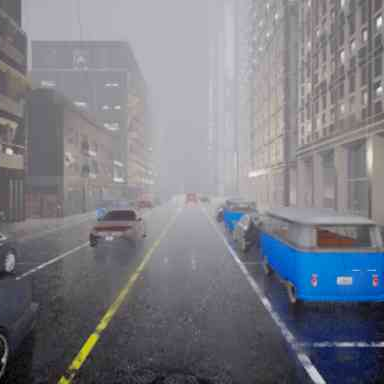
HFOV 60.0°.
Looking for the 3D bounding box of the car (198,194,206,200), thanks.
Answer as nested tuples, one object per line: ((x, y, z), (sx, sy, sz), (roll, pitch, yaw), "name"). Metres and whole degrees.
((2.600, 1.281, 86.785), (1.967, 1.590, 4.097), (0, 0, 0), "car")

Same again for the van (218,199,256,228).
((2.673, 1.295, 19.002), (1.690, 1.788, 3.998), (0, 0, 0), "van")

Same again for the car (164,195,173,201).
((-5.774, 1.398, 81.128), (1.887, 1.381, 4.507), (0, 0, 0), "car")

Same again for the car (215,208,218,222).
((2.666, 1.508, 24.651), (1.947, 1.339, 4.313), (0, 0, 0), "car")

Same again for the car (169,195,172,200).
((-5.762, 1.393, 69.661), (1.752, 1.417, 4.829), (0, 0, 0), "car")

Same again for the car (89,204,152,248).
((-3.095, 1.493, 14.810), (1.812, 1.442, 4.674), (0, 0, 0), "car")

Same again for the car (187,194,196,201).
((-0.074, 1.192, 72.313), (1.837, 1.490, 4.892), (0, 0, 0), "car")

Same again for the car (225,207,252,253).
((2.679, 1.517, 13.354), (2.008, 1.369, 4.403), (0, 0, 0), "car")

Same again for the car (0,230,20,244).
((-5.696, 1.537, 7.697), (2.008, 1.369, 4.403), (0, 0, 0), "car")

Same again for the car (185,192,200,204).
((-0.064, 1.096, 61.923), (2.150, 2.045, 5.566), (0, 0, 0), "car")

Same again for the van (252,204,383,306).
((2.685, 1.320, 7.704), (1.690, 1.788, 3.998), (0, 0, 0), "van")

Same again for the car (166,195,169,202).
((-5.749, 1.436, 58.533), (2.008, 1.369, 4.403), (0, 0, 0), "car")

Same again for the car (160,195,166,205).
((-5.743, 1.460, 52.885), (1.947, 1.339, 4.313), (0, 0, 0), "car")

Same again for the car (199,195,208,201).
((2.613, 1.420, 75.488), (1.947, 1.339, 4.313), (0, 0, 0), "car")

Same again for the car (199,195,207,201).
((2.606, 1.429, 81.137), (1.802, 1.307, 4.206), (0, 0, 0), "car")

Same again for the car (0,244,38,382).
((-3.102, 1.544, 2.415), (2.033, 1.411, 5.357), (0, 0, 0), "car")

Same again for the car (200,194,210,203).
((2.624, 1.451, 64.191), (1.802, 1.307, 4.206), (0, 0, 0), "car")

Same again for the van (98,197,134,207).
((-5.714, 1.290, 24.642), (1.690, 1.788, 3.998), (0, 0, 0), "van")

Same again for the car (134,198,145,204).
((-5.720, 1.519, 30.291), (1.802, 1.307, 4.206), (0, 0, 0), "car")

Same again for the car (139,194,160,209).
((-5.732, 1.230, 41.587), (2.192, 1.841, 5.009), (0, 0, 0), "car")
